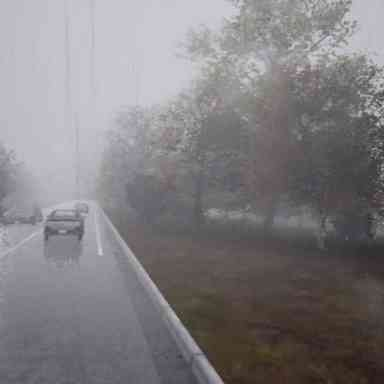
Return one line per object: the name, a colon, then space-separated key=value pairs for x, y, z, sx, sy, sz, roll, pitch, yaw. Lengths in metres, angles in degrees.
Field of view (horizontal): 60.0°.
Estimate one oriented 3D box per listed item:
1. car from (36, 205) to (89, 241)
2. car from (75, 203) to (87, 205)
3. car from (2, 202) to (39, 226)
car: x=-6.856 y=1.705 z=18.178 sx=2.128 sy=1.511 sz=4.902 roll=2 pitch=-1 yaw=-17
car: x=-13.636 y=2.049 z=40.715 sx=2.033 sy=1.411 sz=5.357 roll=2 pitch=-1 yaw=-16
car: x=-12.895 y=1.579 z=25.520 sx=2.097 sy=1.767 sz=4.553 roll=2 pitch=-1 yaw=-17
